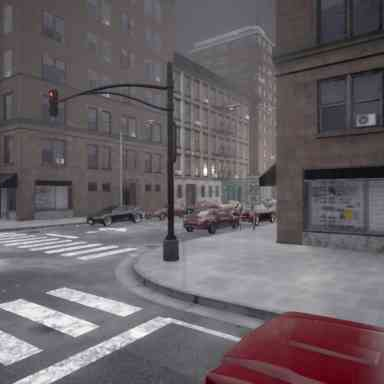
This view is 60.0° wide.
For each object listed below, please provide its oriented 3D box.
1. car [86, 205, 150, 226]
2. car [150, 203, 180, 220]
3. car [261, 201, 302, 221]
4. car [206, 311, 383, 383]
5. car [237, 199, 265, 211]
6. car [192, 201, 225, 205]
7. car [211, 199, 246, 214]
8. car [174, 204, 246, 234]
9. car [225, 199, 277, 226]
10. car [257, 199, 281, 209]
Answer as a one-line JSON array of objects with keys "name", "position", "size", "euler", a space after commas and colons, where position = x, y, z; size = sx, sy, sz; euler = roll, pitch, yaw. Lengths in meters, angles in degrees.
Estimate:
[{"name": "car", "position": [-5.380, 1.590, 23.560], "size": [1.947, 1.339, 4.313], "euler": [0, 0, 36]}, {"name": "car", "position": [-2.170, 1.604, 28.049], "size": [1.802, 1.307, 4.206], "euler": [0, 0, 36]}, {"name": "car", "position": [7.668, 1.495, 28.010], "size": [1.752, 1.417, 4.829], "euler": [0, 0, 36]}, {"name": "car", "position": [2.351, 1.601, 2.013], "size": [4.718, 1.301, 1.895], "euler": [0, 0, 36]}, {"name": "car", "position": [7.459, 1.600, 41.515], "size": [1.802, 1.307, 4.206], "euler": [0, 0, 36]}, {"name": "car", "position": [1.040, 1.565, 32.538], "size": [1.887, 1.381, 4.507], "euler": [0, 0, 36]}, {"name": "car", "position": [4.150, 1.545, 36.888], "size": [1.752, 1.417, 4.829], "euler": [0, 0, 36]}, {"name": "car", "position": [1.149, 1.555, 18.893], "size": [1.802, 1.307, 4.206], "euler": [0, 0, 36]}, {"name": "car", "position": [4.359, 1.412, 23.383], "size": [1.967, 1.590, 4.097], "euler": [0, 0, 36]}, {"name": "car", "position": [10.668, 1.601, 46.004], "size": [1.802, 1.307, 4.206], "euler": [0, 0, 36]}]
